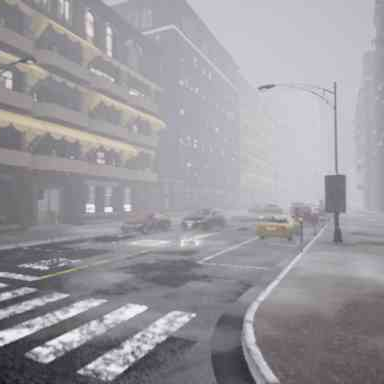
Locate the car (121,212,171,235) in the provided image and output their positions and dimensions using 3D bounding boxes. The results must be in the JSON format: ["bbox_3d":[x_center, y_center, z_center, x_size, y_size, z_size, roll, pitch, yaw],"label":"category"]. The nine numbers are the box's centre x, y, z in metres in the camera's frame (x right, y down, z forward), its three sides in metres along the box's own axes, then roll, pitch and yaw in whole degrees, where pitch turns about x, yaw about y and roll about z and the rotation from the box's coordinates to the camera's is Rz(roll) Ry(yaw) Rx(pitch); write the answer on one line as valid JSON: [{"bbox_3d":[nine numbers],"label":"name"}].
[{"bbox_3d":[-2.853,1.953,21.569,1.802,1.307,4.206,0,-1,26],"label":"car"}]

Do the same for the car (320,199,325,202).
[{"bbox_3d":[19.826,2.031,48.631,2.150,2.045,5.566,-1,-1,26],"label":"car"}]

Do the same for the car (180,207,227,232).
[{"bbox_3d":[0.894,1.879,23.430,2.128,1.511,4.902,-1,-1,26],"label":"car"}]

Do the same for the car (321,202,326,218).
[{"bbox_3d":[14.294,2.197,37.991,1.802,1.307,4.206,0,-1,26],"label":"car"}]

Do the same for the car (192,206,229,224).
[{"bbox_3d":[1.856,2.077,31.412,1.752,1.417,4.829,0,-1,26],"label":"car"}]

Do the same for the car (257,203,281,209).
[{"bbox_3d":[10.316,2.221,42.961,1.882,1.535,5.008,-1,-1,26],"label":"car"}]

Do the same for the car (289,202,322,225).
[{"bbox_3d":[9.513,1.874,27.998,1.967,1.590,4.097,0,-1,26],"label":"car"}]

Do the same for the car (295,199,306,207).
[{"bbox_3d":[28.235,2.848,86.538,2.192,1.841,5.009,0,-1,26],"label":"car"}]

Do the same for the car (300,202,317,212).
[{"bbox_3d":[18.904,2.393,53.781,1.882,1.535,5.008,-1,-2,26],"label":"car"}]

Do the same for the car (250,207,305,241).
[{"bbox_3d":[4.803,1.779,18.156,1.752,1.417,4.829,0,-1,26],"label":"car"}]

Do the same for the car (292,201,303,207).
[{"bbox_3d":[25.841,2.997,81.538,2.008,1.369,4.403,0,-1,26],"label":"car"}]

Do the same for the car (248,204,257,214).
[{"bbox_3d":[9.103,2.370,46.557,1.887,1.381,4.507,0,-1,26],"label":"car"}]

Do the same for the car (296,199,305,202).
[{"bbox_3d":[14.153,2.090,43.819,2.097,1.767,4.553,-1,-1,26],"label":"car"}]
